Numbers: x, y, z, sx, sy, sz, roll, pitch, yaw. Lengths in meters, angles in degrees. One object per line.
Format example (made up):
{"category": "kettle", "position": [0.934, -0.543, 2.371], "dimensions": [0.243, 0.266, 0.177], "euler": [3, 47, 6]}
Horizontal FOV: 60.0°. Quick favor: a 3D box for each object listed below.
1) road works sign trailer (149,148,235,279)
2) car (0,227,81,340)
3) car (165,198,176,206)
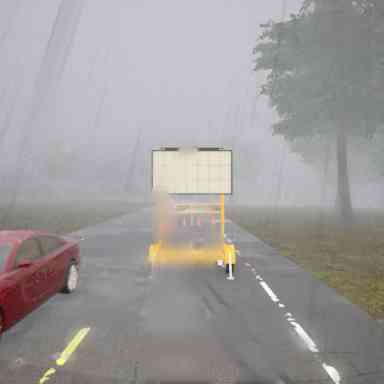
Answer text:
{"category": "road works sign trailer", "position": [0.002, 0.478, 10.019], "dimensions": [2.380, 3.560, 2.880], "euler": [0, 0, 0]}
{"category": "car", "position": [-3.601, 1.483, 5.999], "dimensions": [1.882, 1.535, 5.008], "euler": [0, 0, 0]}
{"category": "car", "position": [-3.917, 1.908, 61.417], "dimensions": [1.812, 1.442, 4.674], "euler": [0, -1, -1]}
